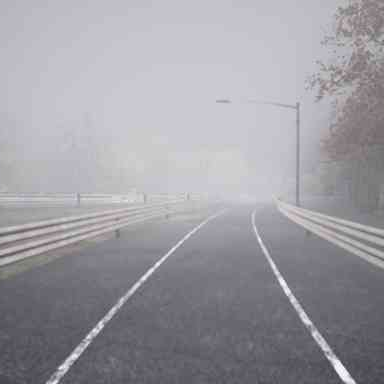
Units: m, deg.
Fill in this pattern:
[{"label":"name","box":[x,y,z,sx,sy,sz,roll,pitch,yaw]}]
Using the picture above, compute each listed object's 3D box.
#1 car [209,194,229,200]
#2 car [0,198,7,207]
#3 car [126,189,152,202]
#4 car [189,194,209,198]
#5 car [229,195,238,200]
[{"label":"car","box":[5.112,1.206,69.996,2.033,1.411,5.357,0,-1,31]},{"label":"car","box":[-18.975,0.640,30.021,1.994,1.385,4.181,0,0,31]},{"label":"car","box":[-9.407,0.597,59.358,2.150,2.045,5.566,0,-1,31]},{"label":"car","box":[1.085,1.069,70.075,1.882,1.535,5.008,0,-1,31]},{"label":"car","box":[11.369,1.555,94.259,1.895,1.301,4.718,0,-1,31]}]
